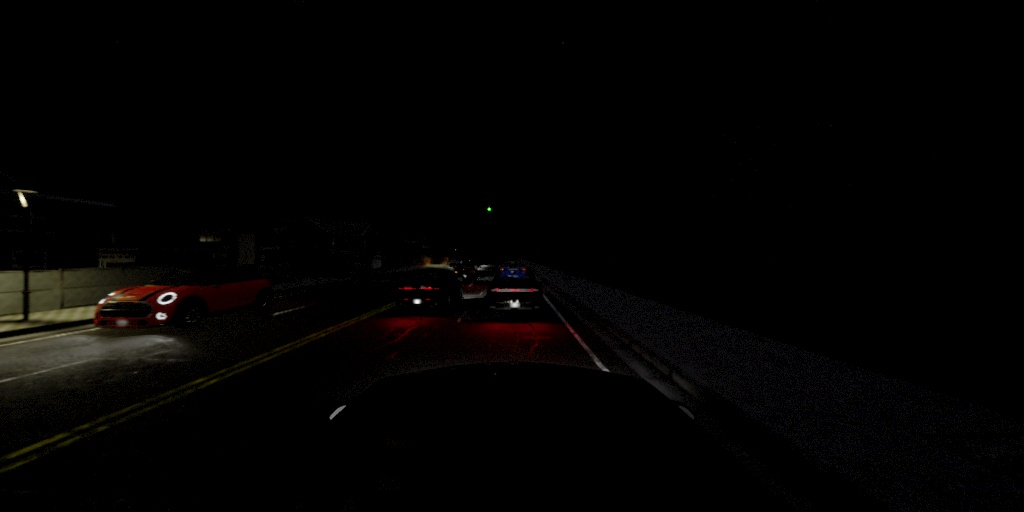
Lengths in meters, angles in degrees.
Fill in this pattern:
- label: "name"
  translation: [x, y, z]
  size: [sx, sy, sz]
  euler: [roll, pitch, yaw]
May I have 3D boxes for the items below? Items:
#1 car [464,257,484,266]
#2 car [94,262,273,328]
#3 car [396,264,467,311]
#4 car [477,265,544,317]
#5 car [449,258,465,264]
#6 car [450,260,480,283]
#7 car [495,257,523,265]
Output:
- label: "car"
  translation: [-6.617, 1.228, 63.143]
  size: [2.128, 1.511, 4.902]
  euler: [0, 0, 1]
- label: "car"
  translation: [-9.852, 1.102, 11.303]
  size: [2.097, 1.767, 4.553]
  euler: [0, 0, 0]
- label: "car"
  translation: [-3.164, 1.257, 14.380]
  size: [1.837, 1.490, 4.892]
  euler: [0, 0, 0]
- label: "car"
  translation: [0.085, 1.244, 13.167]
  size: [2.128, 1.511, 4.902]
  euler: [0, 0, 0]
- label: "car"
  translation: [-9.865, 1.262, 63.070]
  size: [1.812, 1.442, 4.674]
  euler: [0, 0, 1]
- label: "car"
  translation: [-3.642, 1.279, 27.901]
  size: [1.812, 1.442, 4.674]
  euler: [0, 0, -6]
- label: "car"
  translation: [0.068, 1.105, 26.842]
  size: [2.097, 1.767, 4.553]
  euler: [0, 0, 0]
